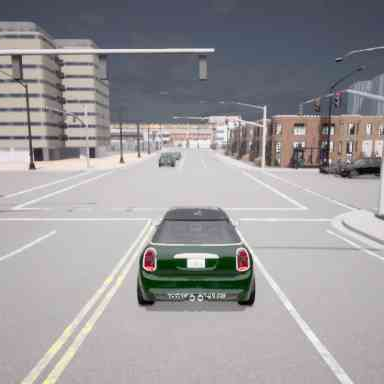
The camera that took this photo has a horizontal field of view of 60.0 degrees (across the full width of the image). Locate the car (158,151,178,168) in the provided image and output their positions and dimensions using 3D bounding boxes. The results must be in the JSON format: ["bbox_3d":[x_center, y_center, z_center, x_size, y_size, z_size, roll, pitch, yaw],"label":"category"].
[{"bbox_3d":[-3.540,-4.573,47.338,2.150,2.045,5.566,0,8,0],"label":"car"}]

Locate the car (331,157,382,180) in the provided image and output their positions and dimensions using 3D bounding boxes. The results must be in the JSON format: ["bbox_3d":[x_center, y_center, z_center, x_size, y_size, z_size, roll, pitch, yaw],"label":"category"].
[{"bbox_3d":[17.049,-2.333,32.297,5.566,2.045,2.150,-1,9,1],"label":"car"}]

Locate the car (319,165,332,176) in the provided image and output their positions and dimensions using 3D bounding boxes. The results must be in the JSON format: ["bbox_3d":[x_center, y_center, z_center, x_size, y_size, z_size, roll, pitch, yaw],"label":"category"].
[{"bbox_3d":[15.974,-2.508,35.818,4.181,1.385,1.994,0,9,0],"label":"car"}]

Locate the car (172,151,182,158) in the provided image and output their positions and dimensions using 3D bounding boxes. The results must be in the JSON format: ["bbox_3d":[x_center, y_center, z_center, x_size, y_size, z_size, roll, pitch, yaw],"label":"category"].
[{"bbox_3d":[-3.417,-8.722,77.121,2.128,1.511,4.902,0,9,0],"label":"car"}]

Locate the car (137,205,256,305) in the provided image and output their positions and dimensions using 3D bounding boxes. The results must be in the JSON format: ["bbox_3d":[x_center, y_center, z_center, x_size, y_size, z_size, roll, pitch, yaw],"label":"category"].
[{"bbox_3d":[0.083,1.072,7.698,2.097,1.767,4.553,0,4,0],"label":"car"}]

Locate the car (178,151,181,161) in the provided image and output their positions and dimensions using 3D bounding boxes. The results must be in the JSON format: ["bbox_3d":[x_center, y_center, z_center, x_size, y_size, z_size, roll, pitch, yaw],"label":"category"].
[{"bbox_3d":[-3.479,-6.589,63.129,1.994,1.385,4.181,0,8,1],"label":"car"}]
